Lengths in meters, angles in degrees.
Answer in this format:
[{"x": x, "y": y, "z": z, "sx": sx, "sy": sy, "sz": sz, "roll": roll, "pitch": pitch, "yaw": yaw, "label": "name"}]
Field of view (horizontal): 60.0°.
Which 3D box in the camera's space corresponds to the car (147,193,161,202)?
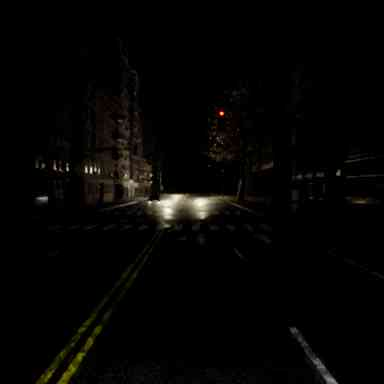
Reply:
[{"x": -6.510, "y": 1.005, "z": 58.214, "sx": 1.812, "sy": 1.442, "sz": 4.674, "roll": 0, "pitch": 2, "yaw": 0, "label": "car"}]
